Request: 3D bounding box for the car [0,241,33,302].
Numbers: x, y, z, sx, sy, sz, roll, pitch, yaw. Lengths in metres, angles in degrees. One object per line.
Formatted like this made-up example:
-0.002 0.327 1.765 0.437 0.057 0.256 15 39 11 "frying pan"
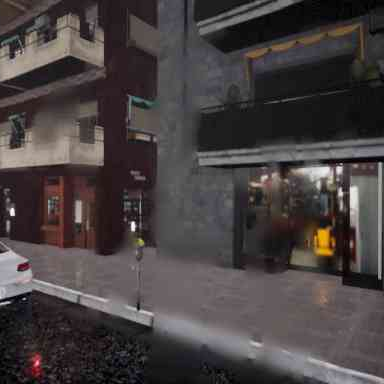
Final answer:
-5.154 1.526 6.957 4.674 1.442 1.812 0 0 36 "car"
